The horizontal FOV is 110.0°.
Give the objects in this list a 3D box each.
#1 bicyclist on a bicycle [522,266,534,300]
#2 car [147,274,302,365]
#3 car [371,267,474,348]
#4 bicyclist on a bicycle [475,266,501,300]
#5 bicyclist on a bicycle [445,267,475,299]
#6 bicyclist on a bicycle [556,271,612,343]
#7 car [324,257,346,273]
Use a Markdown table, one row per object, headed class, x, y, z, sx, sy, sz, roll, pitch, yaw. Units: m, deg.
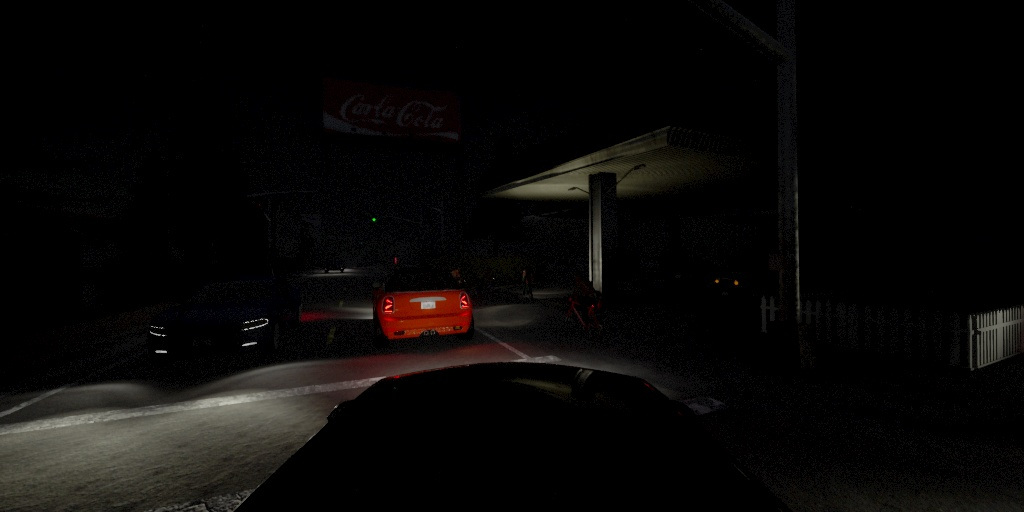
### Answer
| class | x | y | z | sx | sy | sz | roll | pitch | yaw |
| --- | --- | --- | --- | --- | --- | --- | --- | --- | --- |
| bicyclist on a bicycle | 0.800 | 1.330 | 17.870 | 0.582 | 1.620 | 1.656 | -1 | 0 | 16 |
| car | -6.253 | 1.216 | 8.379 | 1.882 | 1.535 | 5.008 | -1 | 0 | -23 |
| car | -2.539 | 1.056 | 9.447 | 2.097 | 1.767 | 4.553 | -1 | 0 | -22 |
| bicyclist on a bicycle | -1.309 | 1.342 | 17.756 | 1.656 | 1.620 | 0.582 | 0 | 0 | -21 |
| bicyclist on a bicycle | -2.617 | 1.316 | 16.374 | 1.656 | 1.620 | 0.582 | 1 | 0 | 37 |
| bicyclist on a bicycle | 1.709 | 1.199 | 8.660 | 0.582 | 1.620 | 1.656 | 3 | -2 | -42 |
| car | -23.680 | 1.201 | 47.821 | 2.150 | 2.045 | 5.566 | -1 | 0 | -25 |
